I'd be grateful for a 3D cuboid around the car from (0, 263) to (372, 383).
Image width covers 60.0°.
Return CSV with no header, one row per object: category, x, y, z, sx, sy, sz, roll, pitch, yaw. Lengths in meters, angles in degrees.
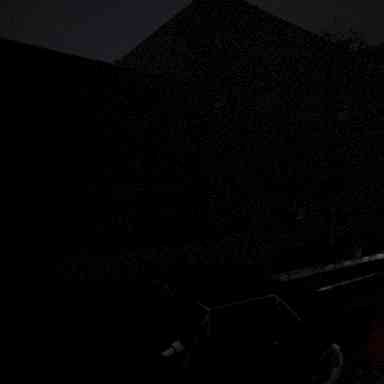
car,-0.131,1.600,3.580,4.718,1.301,1.895,0,0,-35
